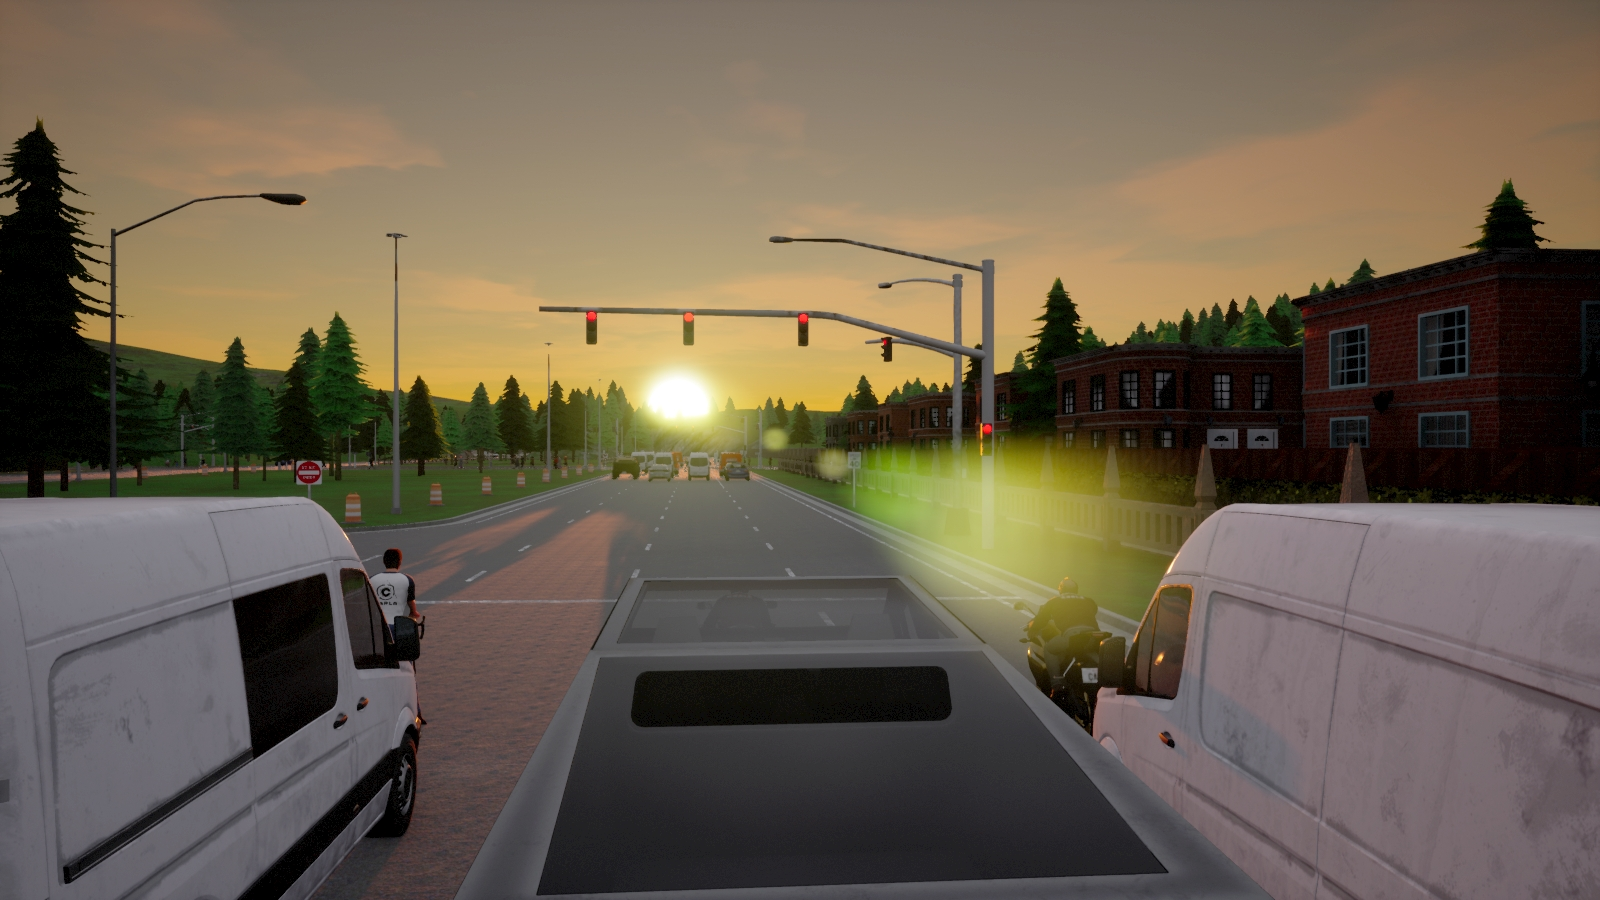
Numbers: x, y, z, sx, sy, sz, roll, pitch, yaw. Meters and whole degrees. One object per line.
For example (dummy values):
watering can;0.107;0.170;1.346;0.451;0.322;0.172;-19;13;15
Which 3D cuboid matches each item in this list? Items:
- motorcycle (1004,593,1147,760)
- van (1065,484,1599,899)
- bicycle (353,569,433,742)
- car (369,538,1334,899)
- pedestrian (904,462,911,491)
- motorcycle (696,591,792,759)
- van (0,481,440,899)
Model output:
motorcycle;2.714;2.205;11.543;0.867;1.251;2.209;0;0;-2
van;3.020;1.534;5.590;1.988;2.561;5.915;0;0;-1
bicycle;-4.173;2.056;11.794;0.373;1.496;1.643;0;0;-5
car;-0.117;1.754;5.929;2.390;2.098;6.274;0;0;-5
pedestrian;6.913;1.698;73.721;0.375;1.860;0.375;0;0;-5
motorcycle;-0.613;2.205;11.622;0.867;1.251;2.209;0;0;-6
van;-3.677;1.534;6.378;1.988;2.561;5.915;0;0;-5
